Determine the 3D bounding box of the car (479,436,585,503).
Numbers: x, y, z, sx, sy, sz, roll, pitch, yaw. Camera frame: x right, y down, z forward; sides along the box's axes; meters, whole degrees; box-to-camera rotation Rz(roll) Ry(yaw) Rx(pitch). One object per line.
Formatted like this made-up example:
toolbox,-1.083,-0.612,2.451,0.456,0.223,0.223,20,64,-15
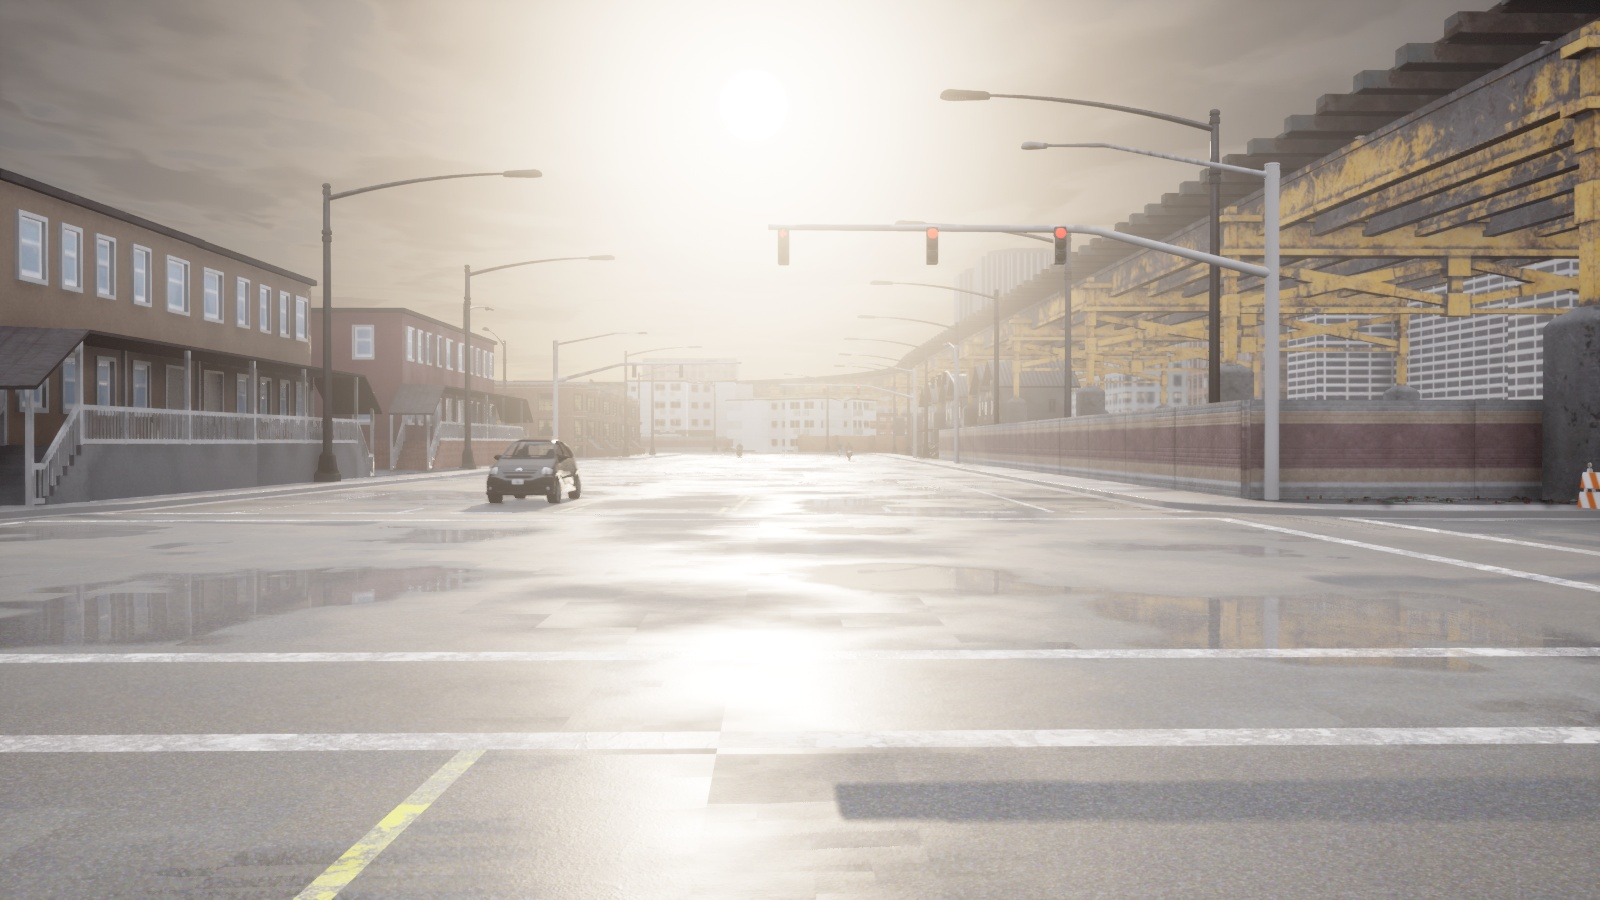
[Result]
car,-6.800,0.457,32.250,1.851,1.617,3.988,0,0,0
